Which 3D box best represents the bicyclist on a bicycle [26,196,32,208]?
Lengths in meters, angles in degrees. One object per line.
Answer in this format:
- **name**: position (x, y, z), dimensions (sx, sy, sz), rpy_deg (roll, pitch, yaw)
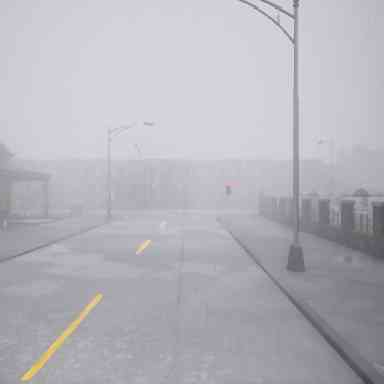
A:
- **bicyclist on a bicycle**: position (-21.795, 1.347, 44.585), dimensions (0.582, 1.620, 1.656), rpy_deg (0, 0, 0)
